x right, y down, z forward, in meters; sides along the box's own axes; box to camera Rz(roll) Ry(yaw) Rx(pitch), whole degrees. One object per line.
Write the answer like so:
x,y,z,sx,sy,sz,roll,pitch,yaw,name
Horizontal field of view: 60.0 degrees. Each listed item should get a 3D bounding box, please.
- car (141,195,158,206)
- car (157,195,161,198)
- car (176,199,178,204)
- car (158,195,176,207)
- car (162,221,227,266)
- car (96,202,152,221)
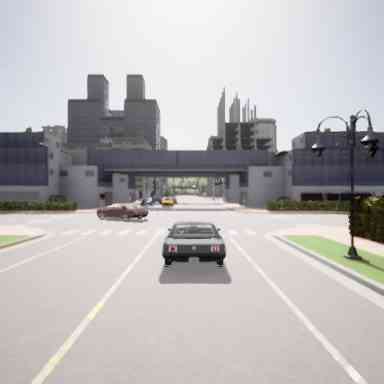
-7.740,1.805,58.229,2.128,1.511,4.902,0,0,0,car
-7.702,1.617,73.763,2.150,2.045,5.566,0,0,0,car
-4.202,1.889,73.196,1.837,1.490,4.892,0,0,0,car
-4.241,1.789,58.031,1.882,1.535,5.008,0,0,0,car
0.070,1.661,11.697,1.895,1.301,4.718,0,0,0,car
-6.172,1.765,29.121,4.718,1.301,1.895,0,0,34,car
